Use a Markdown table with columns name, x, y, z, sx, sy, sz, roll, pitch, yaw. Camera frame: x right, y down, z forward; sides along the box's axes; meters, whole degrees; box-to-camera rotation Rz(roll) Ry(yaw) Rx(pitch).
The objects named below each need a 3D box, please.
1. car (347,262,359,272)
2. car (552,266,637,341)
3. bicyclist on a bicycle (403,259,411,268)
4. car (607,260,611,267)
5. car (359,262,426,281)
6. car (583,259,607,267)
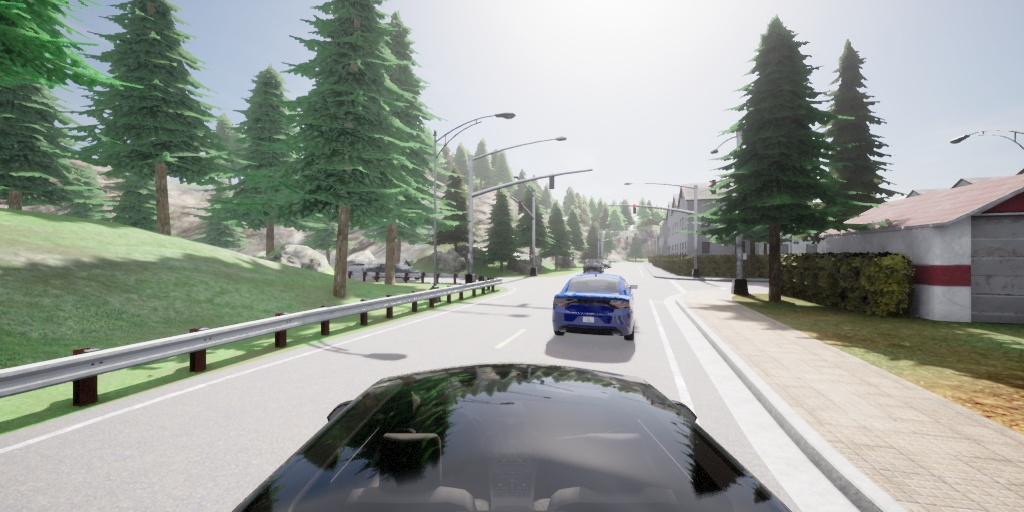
| name | x | y | z | sx | sy | sz | roll | pitch | yaw |
| --- | --- | --- | --- | --- | --- | --- | --- | --- | --- |
| car | -15.316 | 1.291 | 36.033 | 4.674 | 1.442 | 1.812 | 0 | 0 | 19 |
| car | 2.449 | 1.228 | 10.126 | 1.882 | 1.535 | 5.008 | 0 | 0 | 19 |
| bicyclist on a bicycle | -11.150 | 1.167 | 38.207 | 0.582 | 1.620 | 1.656 | -2 | 5 | 18 |
| car | 14.667 | 1.298 | 56.983 | 2.033 | 1.411 | 5.357 | 0 | 0 | 19 |
| car | -9.879 | 1.313 | 30.363 | 5.357 | 1.411 | 2.033 | 0 | 0 | 20 |
| car | 9.772 | 1.102 | 42.829 | 2.097 | 1.767 | 4.553 | 0 | 0 | 19 |
